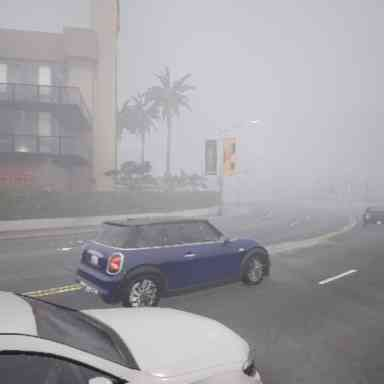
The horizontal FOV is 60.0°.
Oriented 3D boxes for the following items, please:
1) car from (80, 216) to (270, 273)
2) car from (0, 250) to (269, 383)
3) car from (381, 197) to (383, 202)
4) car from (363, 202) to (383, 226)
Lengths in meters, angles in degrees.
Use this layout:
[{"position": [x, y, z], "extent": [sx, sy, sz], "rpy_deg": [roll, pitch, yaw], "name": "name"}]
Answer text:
[{"position": [-0.233, 1.345, 7.789], "extent": [4.553, 1.767, 2.097], "rpy_deg": [0, 0, -38], "name": "car"}, {"position": [-1.526, 1.524, 2.387], "extent": [4.674, 1.442, 1.812], "rpy_deg": [1, 0, -36], "name": "car"}, {"position": [36.845, 1.226, 67.530], "extent": [2.185, 1.767, 4.553], "rpy_deg": [0, 0, -11], "name": "car"}, {"position": [12.699, 1.592, 22.522], "extent": [1.895, 1.301, 4.718], "rpy_deg": [0, 0, 30], "name": "car"}]
